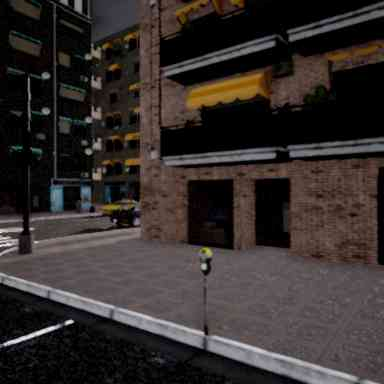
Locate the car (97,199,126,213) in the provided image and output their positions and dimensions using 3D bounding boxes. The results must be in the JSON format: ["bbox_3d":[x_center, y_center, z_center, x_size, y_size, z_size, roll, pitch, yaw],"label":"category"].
[{"bbox_3d":[-6.315,1.340,30.130,1.752,1.417,4.829,1,1,36],"label":"car"}]

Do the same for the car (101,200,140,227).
[{"bbox_3d":[-3.182,1.390,21.063,2.008,1.369,4.403,0,1,36],"label":"car"}]
